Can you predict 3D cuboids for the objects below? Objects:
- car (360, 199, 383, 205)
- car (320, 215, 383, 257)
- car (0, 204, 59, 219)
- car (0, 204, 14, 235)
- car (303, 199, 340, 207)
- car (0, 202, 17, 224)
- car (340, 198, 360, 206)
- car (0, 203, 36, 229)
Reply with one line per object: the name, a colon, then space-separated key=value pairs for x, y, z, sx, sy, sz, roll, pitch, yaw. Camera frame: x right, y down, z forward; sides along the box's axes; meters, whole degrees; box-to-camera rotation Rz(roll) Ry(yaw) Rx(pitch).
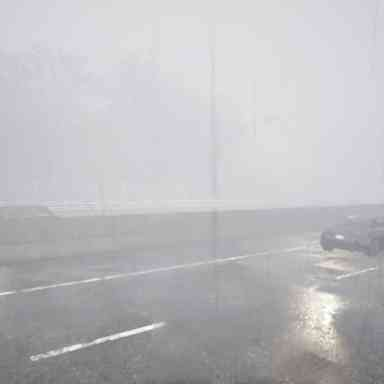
car: x=23.981 y=1.608 z=42.526 sx=4.674 sy=1.442 sz=1.812 roll=0 pitch=0 yaw=-35
car: x=6.943 y=1.589 z=13.117 sx=4.181 sy=1.385 sz=1.994 roll=0 pitch=0 yaw=-36
car: x=-8.431 y=1.355 z=15.169 sx=4.553 sy=1.767 sz=2.097 roll=0 pitch=0 yaw=-35
car: x=-12.008 y=1.477 z=16.919 sx=5.008 sy=1.535 sz=1.882 roll=0 pitch=0 yaw=-35
car: x=17.997 y=1.626 z=46.860 sx=5.357 sy=1.411 sz=2.033 roll=0 pitch=0 yaw=-35
car: x=-15.156 y=1.506 z=23.270 sx=4.892 sy=1.490 sz=1.837 roll=0 pitch=0 yaw=-35
car: x=21.766 y=1.587 z=45.246 sx=4.892 sy=1.490 sz=1.837 roll=0 pitch=0 yaw=-35
car: x=-12.602 y=1.508 z=20.793 sx=4.892 sy=1.490 sz=1.837 roll=0 pitch=0 yaw=-35
